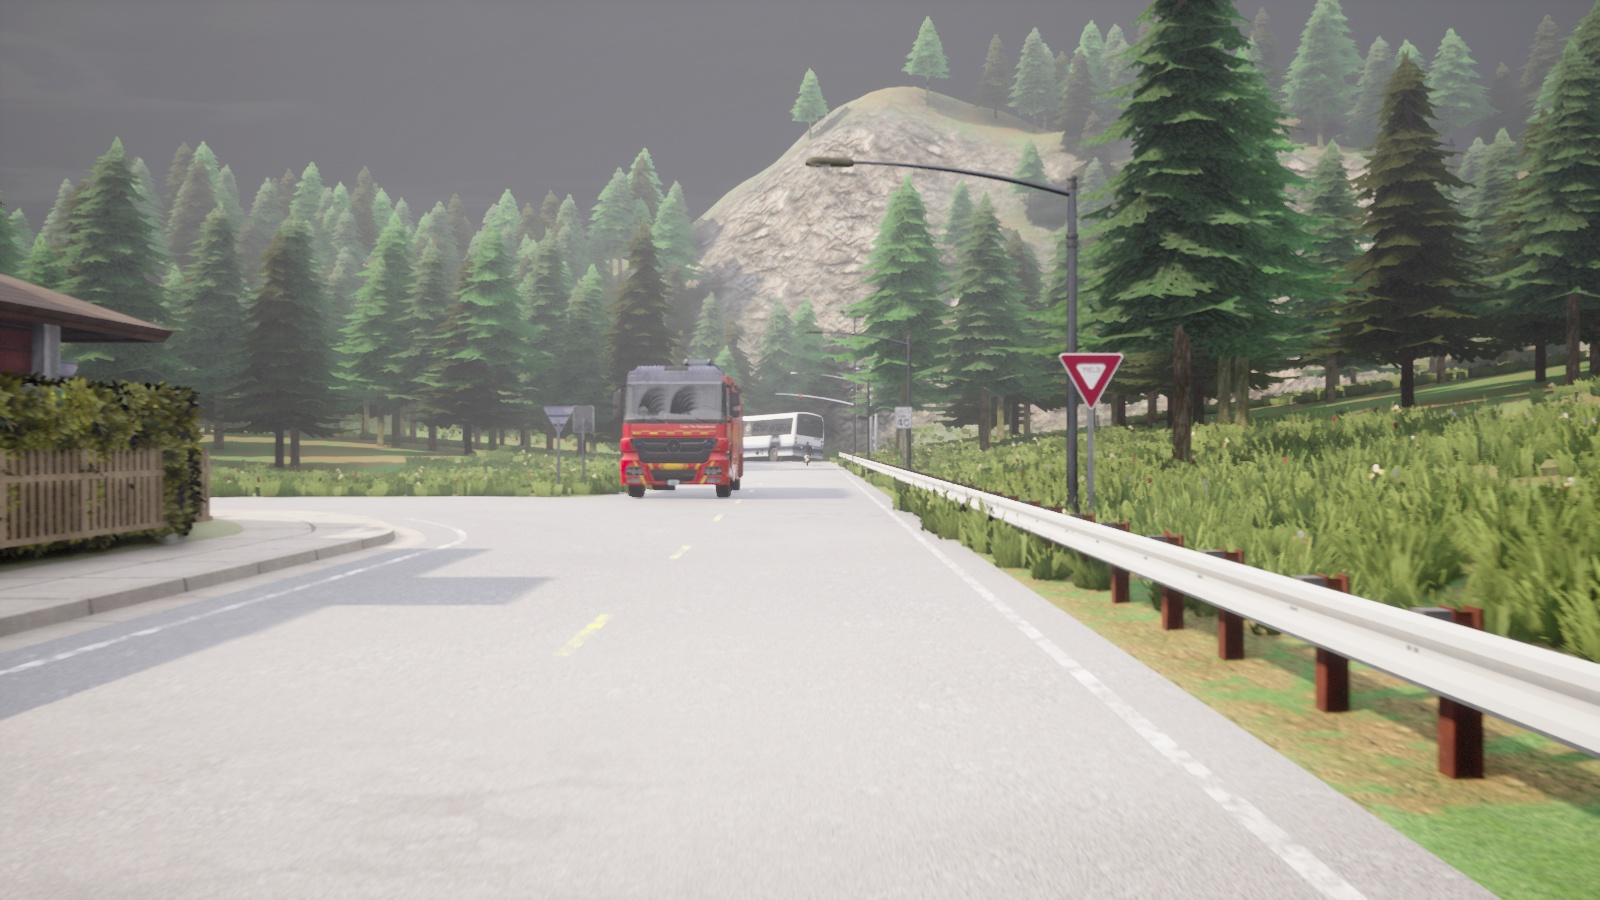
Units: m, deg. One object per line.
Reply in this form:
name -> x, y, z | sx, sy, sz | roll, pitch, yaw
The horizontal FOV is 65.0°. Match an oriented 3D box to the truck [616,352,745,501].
truck -> -3.276, -0.628, 36.612 | 2.891, 3.827, 8.468 | 0, 0, 0
